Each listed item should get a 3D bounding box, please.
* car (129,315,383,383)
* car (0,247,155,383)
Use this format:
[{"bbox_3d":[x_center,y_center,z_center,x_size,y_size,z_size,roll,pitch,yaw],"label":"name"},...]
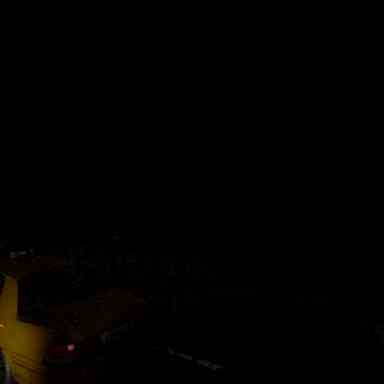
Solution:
[{"bbox_3d":[1.990,1.551,1.672,4.403,1.369,2.008,0,1,35],"label":"car"},{"bbox_3d":[-2.697,1.522,5.012,4.829,1.417,1.752,0,1,35],"label":"car"}]
